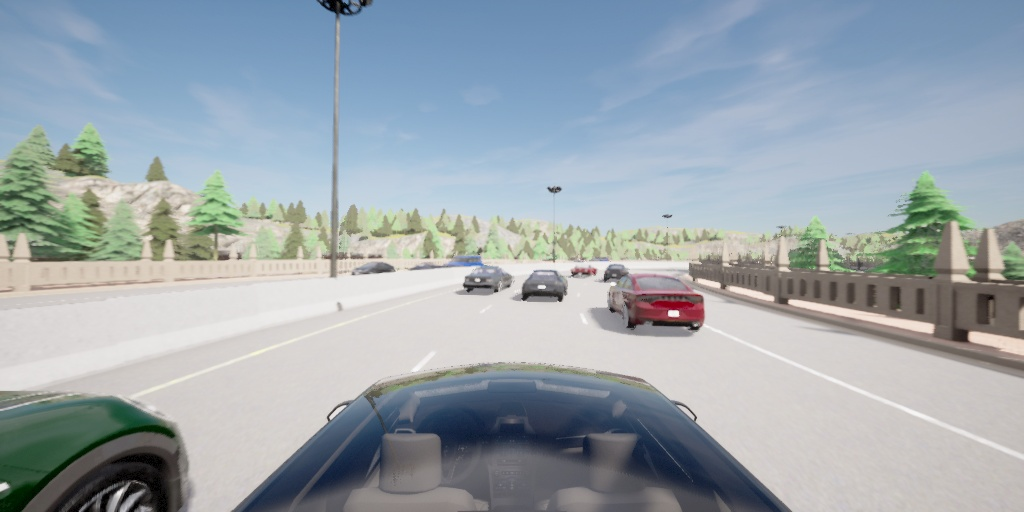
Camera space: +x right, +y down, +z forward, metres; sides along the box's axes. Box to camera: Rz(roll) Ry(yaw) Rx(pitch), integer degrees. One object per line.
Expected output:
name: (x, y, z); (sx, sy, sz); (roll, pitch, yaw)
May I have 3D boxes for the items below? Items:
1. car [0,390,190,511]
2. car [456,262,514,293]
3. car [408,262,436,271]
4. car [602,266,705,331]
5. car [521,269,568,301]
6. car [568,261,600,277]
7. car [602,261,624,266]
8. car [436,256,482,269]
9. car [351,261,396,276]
car: (-3.292, 1.066, 0.620); (2.097, 1.767, 4.553); (1, 0, -1)
car: (-1.248, 1.300, 20.962); (2.033, 1.411, 5.357); (0, 0, 12)
car: (-8.310, 1.296, 34.853); (1.994, 1.385, 4.181); (0, 0, 20)
car: (4.261, 1.272, 11.314); (1.882, 1.535, 5.008); (0, 0, 6)
car: (1.698, 1.338, 17.773); (1.994, 1.385, 4.181); (0, 0, 11)
car: (7.433, 1.450, 36.509); (1.895, 1.301, 4.718); (0, 0, 24)
car: (8.868, 1.369, 30.520); (1.812, 1.442, 4.674); (0, 0, 20)
car: (-4.679, 0.981, 34.805); (2.150, 2.045, 5.566); (0, 0, 20)
car: (-12.621, 1.218, 33.020); (1.812, 1.442, 4.674); (0, 0, 18)
